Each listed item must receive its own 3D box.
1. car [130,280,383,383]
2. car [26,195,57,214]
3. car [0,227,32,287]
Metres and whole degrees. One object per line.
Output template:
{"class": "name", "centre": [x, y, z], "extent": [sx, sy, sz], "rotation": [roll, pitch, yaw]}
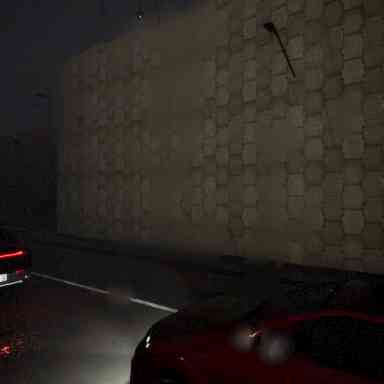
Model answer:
{"class": "car", "centre": [1.412, 1.564, 2.984], "extent": [4.181, 1.385, 1.994], "rotation": [0, 0, 36]}
{"class": "car", "centre": [-12.910, 1.061, 31.021], "extent": [2.128, 1.511, 4.902], "rotation": [0, 5, 35]}
{"class": "car", "centre": [-5.839, 1.505, 8.156], "extent": [4.892, 1.490, 1.837], "rotation": [0, 0, 36]}
